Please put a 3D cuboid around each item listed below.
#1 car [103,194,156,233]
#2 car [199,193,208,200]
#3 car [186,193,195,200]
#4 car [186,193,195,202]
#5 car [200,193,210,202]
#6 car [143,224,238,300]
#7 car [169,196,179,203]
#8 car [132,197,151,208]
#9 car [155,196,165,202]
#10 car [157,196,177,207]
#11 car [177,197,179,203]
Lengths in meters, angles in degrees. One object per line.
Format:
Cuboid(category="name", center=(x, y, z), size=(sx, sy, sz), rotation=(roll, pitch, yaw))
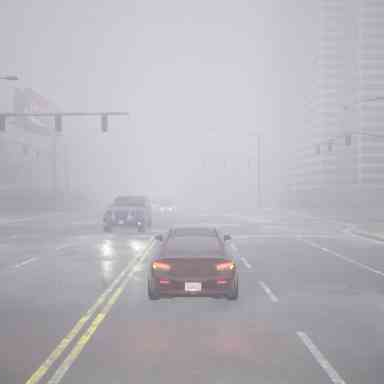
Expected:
Cuboid(category="car", center=(-3.687, 1.222, 19.992), size=(2.150, 2.045, 5.566), rotation=(0, 0, 0))
Cuboid(category="car", center=(3.102, 1.184, 88.334), size=(2.097, 1.767, 4.553), rotation=(0, 0, 0))
Cuboid(category="car", center=(-0.398, 1.184, 88.318), size=(2.097, 1.767, 4.553), rotation=(0, 0, 0))
Cuboid(category="car", center=(-0.353, 1.584, 78.413), size=(1.895, 1.301, 4.718), rotation=(0, 0, 0))
Cuboid(category="car", center=(3.149, 1.515, 78.046), size=(2.128, 1.511, 4.902), rotation=(0, 0, 0))
Cuboid(category="car", center=(0.028, 1.526, 8.237), size=(1.812, 1.442, 4.674), rotation=(0, 0, 0))
Cuboid(category="car", center=(-3.819, 1.552, 71.101), size=(1.994, 1.385, 4.181), rotation=(0, 0, 0))
Cuboid(category="car", center=(-7.313, 1.491, 48.475), size=(2.128, 1.511, 4.902), rotation=(0, 0, 0))
Cuboid(category="car", center=(-7.344, 1.594, 76.557), size=(1.895, 1.301, 4.718), rotation=(0, 0, 0))
Cuboid(category="car", center=(-3.823, 1.564, 51.084), size=(1.994, 1.385, 4.181), rotation=(0, 0, 0))
Cuboid(category="car", center=(-3.844, 1.525, 61.226), size=(1.812, 1.442, 4.674), rotation=(0, 0, 0))
